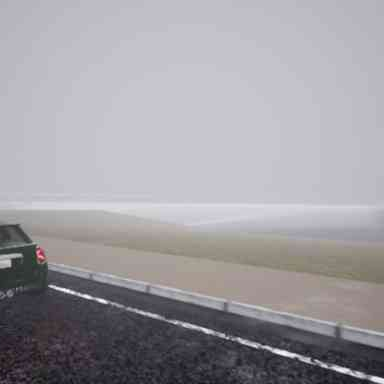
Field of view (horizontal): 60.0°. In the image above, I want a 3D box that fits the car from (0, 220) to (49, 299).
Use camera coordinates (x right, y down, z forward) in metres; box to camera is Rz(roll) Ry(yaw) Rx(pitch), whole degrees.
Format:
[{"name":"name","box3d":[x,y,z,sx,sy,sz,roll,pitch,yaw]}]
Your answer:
[{"name":"car","box3d":[-5.247,1.367,7.419,4.553,1.767,2.097,0,0,36]}]
